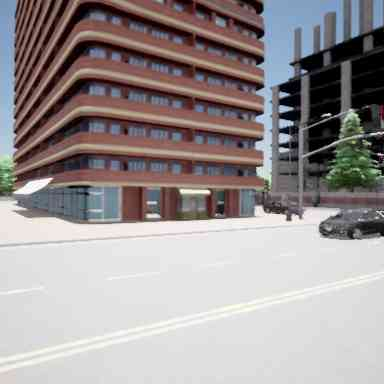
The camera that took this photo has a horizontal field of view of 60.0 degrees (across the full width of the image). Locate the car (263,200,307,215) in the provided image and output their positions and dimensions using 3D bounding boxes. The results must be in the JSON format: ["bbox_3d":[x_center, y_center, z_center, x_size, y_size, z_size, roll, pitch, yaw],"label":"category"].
[{"bbox_3d":[10.184,1.795,37.498,1.837,1.490,4.892,1,0,-33],"label":"car"}]

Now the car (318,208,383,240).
[{"bbox_3d":[8.944,1.681,18.153,4.892,1.490,1.837,1,0,-33],"label":"car"}]

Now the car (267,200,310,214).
[{"bbox_3d":[11.877,1.817,41.279,2.128,1.511,4.902,1,0,-34],"label":"car"}]
